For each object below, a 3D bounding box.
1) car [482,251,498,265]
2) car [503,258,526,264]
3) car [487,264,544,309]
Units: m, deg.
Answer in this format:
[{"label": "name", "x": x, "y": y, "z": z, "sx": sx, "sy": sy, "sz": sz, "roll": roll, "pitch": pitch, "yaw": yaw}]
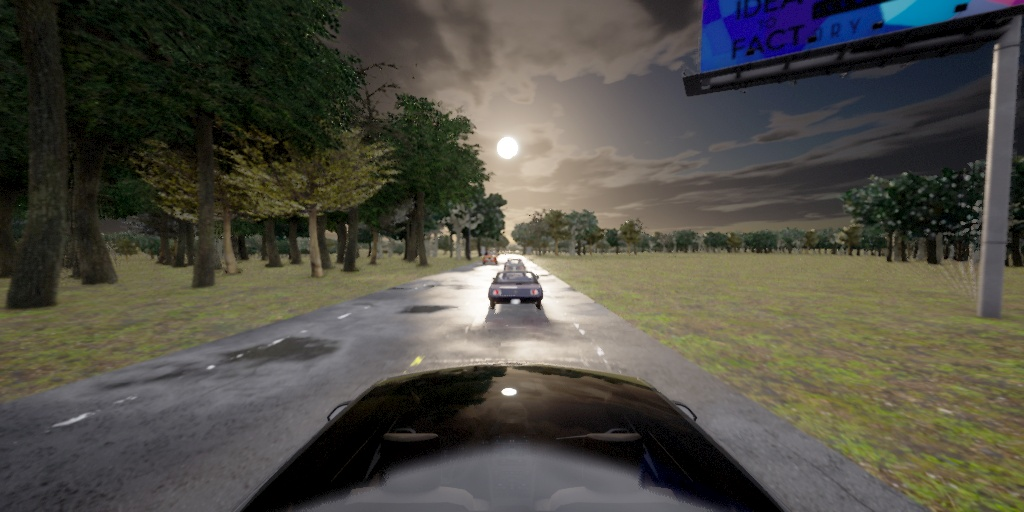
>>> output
[{"label": "car", "x": -3.275, "y": 0.267, "z": 55.071, "sx": 2.150, "sy": 2.045, "sz": 5.566, "roll": 0, "pitch": 1, "yaw": 0}, {"label": "car", "x": 0.197, "y": 0.909, "z": 30.126, "sx": 2.033, "sy": 1.411, "sz": 5.357, "roll": 0, "pitch": 1, "yaw": 1}, {"label": "car", "x": 0.136, "y": 1.183, "z": 13.948, "sx": 1.895, "sy": 1.301, "sz": 4.718, "roll": 0, "pitch": 1, "yaw": 0}]
